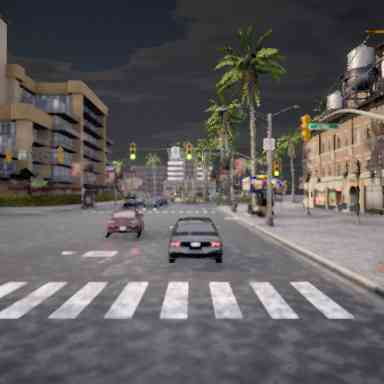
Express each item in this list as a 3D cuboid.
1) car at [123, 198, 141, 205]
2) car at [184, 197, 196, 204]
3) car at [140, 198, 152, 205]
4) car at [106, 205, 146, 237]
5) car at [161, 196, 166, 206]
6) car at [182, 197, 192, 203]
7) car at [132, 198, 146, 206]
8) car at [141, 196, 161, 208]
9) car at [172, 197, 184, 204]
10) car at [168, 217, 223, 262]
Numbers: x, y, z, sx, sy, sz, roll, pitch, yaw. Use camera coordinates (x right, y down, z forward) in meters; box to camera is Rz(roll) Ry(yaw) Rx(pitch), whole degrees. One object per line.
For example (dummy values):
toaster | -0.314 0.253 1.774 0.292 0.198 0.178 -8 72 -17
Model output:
car | -10.451 2.056 56.780 1.895 1.301 4.718 0 0 0
car | -0.079 2.197 84.061 2.128 1.511 4.902 0 0 -4
car | -10.435 2.150 76.221 2.033 1.411 5.357 0 0 0
car | -3.780 1.679 19.062 1.812 1.442 4.674 0 0 -7
car | -6.943 1.750 66.134 2.150 2.045 5.566 0 0 0
car | -1.323 2.230 94.043 1.882 1.535 5.008 0 0 -12
car | -10.443 2.006 65.924 1.882 1.535 5.008 0 0 0
car | -6.951 1.807 56.794 2.097 1.767 4.553 0 0 0
car | -3.580 2.194 84.132 1.812 1.442 4.674 0 0 -4
car | 0.111 1.649 12.515 2.033 1.411 5.357 0 0 0
